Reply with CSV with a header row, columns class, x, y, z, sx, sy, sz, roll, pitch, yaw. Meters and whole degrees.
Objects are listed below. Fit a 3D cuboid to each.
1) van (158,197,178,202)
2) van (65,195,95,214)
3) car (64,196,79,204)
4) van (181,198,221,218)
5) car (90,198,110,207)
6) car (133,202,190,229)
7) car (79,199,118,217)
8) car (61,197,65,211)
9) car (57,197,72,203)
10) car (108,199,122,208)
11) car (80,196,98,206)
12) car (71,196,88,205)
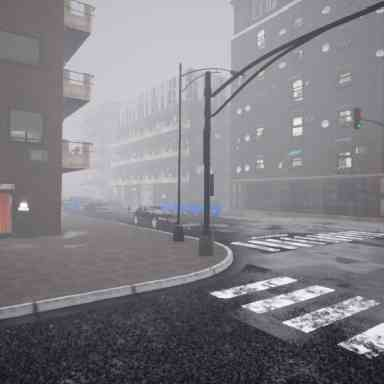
class,x,y,z,sx,sy,sz,roll,pitch,yaw
van,-2.239,1.450,35.315,1.690,1.788,3.998,1,-1,-35
van,-11.902,1.361,35.445,1.690,1.788,3.998,1,-1,-35
car,-24.477,1.614,67.548,1.967,1.590,4.097,1,-1,-35
van,0.938,1.439,30.710,1.690,1.788,3.998,1,-1,-35
car,-14.948,1.730,53.732,1.802,1.307,4.206,1,-1,-35
car,-2.373,1.540,21.629,2.008,1.369,4.403,1,-1,-35
car,-8.727,1.592,30.839,1.802,1.307,4.206,1,-1,-35
car,-15.080,1.581,40.048,2.008,1.369,4.403,1,-1,-35
car,-27.655,1.727,72.152,1.887,1.381,4.507,1,-1,-35
car,-11.771,1.683,49.128,1.887,1.381,4.507,1,-1,-35
car,-18.124,1.597,58.338,1.967,1.590,4.097,1,-1,-35
car,-21.301,1.606,62.943,1.967,1.590,4.097,1,-1,-35
